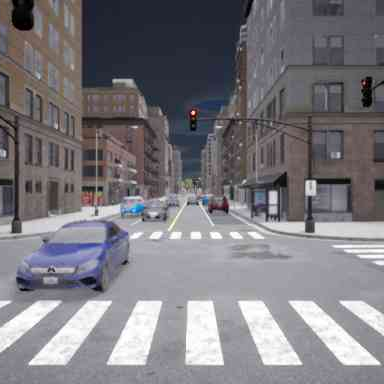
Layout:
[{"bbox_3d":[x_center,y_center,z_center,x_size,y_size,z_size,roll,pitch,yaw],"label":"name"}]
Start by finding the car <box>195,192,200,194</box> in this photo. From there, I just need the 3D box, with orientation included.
[{"bbox_3d":[2.429,1.303,84.891,2.097,1.767,4.553,0,0,0],"label":"car"}]

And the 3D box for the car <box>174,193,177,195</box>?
[{"bbox_3d":[-5.241,1.270,78.640,2.192,1.841,5.009,0,0,0],"label":"car"}]

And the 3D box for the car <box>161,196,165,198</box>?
[{"bbox_3d":[-5.314,1.520,46.203,1.887,1.381,4.507,0,0,0],"label":"car"}]

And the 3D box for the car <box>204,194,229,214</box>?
[{"bbox_3d":[2.773,1.296,35.376,2.192,1.841,5.009,0,0,0],"label":"car"}]

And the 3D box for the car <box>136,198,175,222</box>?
[{"bbox_3d":[-2.800,1.477,26.349,2.128,1.511,4.902,0,0,0],"label":"car"}]

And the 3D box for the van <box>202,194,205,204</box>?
[{"bbox_3d":[2.790,1.313,51.594,1.690,1.788,3.998,0,0,0],"label":"van"}]

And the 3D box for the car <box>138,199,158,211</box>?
[{"bbox_3d":[-5.326,1.544,40.797,1.947,1.339,4.313,0,0,0],"label":"car"}]

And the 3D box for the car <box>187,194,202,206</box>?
[{"bbox_3d":[0.165,1.533,55.492,1.994,1.385,4.181,0,0,1],"label":"car"}]

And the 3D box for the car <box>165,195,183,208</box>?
[{"bbox_3d":[-2.744,1.538,47.152,1.994,1.385,4.181,0,0,0],"label":"car"}]

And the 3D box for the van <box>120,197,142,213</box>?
[{"bbox_3d":[-5.351,1.325,29.984,1.690,1.788,3.998,0,0,0],"label":"van"}]

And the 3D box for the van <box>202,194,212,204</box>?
[{"bbox_3d":[2.802,1.306,62.407,1.690,1.788,3.998,0,0,0],"label":"van"}]

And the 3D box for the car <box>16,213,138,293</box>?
[{"bbox_3d":[-2.842,1.525,9.022,1.812,1.442,4.674,0,0,0],"label":"car"}]

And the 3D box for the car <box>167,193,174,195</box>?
[{"bbox_3d":[-5.265,1.512,67.828,2.008,1.369,4.403,0,0,0],"label":"car"}]

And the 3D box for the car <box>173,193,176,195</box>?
[{"bbox_3d":[-5.253,1.524,73.234,1.947,1.339,4.313,0,0,0],"label":"car"}]
